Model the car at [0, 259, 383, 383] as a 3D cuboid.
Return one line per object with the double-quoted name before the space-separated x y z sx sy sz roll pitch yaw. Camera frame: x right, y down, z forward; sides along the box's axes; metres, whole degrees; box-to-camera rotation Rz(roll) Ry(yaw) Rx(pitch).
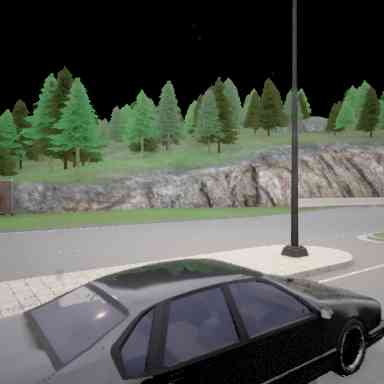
"car" 0.099 1.547 3.814 5.357 1.411 2.033 0 0 -36
